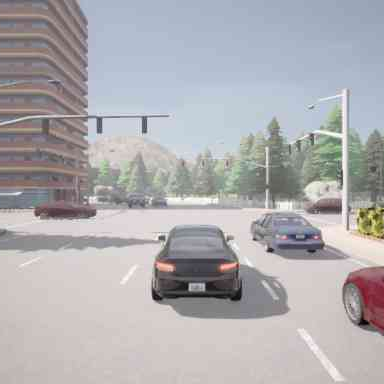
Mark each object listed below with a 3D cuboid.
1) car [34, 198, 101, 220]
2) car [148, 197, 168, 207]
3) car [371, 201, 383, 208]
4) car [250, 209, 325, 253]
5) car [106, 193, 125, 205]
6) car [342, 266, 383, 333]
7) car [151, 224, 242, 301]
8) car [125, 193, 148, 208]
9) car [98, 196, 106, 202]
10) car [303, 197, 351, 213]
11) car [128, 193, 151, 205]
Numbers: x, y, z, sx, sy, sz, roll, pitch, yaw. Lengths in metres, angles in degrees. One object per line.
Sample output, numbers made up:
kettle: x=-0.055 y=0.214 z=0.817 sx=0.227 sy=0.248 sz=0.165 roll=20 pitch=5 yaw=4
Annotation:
car: x=-10.664 y=1.521 z=28.163 sx=5.008 sy=1.535 sz=1.882 roll=0 pitch=0 yaw=1
car: x=-5.026 y=1.505 z=50.676 sx=1.837 sy=1.490 sz=4.892 roll=0 pitch=0 yaw=-17
car: x=19.929 y=1.277 z=31.497 sx=5.566 sy=2.045 sz=2.150 roll=0 pitch=0 yaw=0
car: x=3.660 y=1.547 z=13.677 sx=2.033 sy=1.411 sz=5.357 roll=0 pitch=0 yaw=1
car: x=-12.954 y=1.223 z=59.823 sx=2.150 sy=2.045 sz=5.566 roll=0 pitch=0 yaw=-33
car: x=3.602 y=1.526 z=4.095 sx=1.812 sy=1.442 sz=4.674 roll=0 pitch=0 yaw=1
car: x=0.104 y=1.526 z=8.208 sx=1.812 sy=1.442 sz=4.674 roll=0 pitch=0 yaw=0
car: x=-8.182 y=1.221 z=48.777 sx=2.150 sy=2.045 sz=5.566 roll=0 pitch=0 yaw=-14
car: x=-18.117 y=1.525 z=70.845 sx=4.902 sy=1.511 sz=2.128 roll=0 pitch=0 yaw=38
car: x=14.131 y=1.407 z=35.065 sx=4.553 sy=1.767 sz=2.097 roll=0 pitch=0 yaw=1
car: x=-9.673 y=1.224 z=61.102 sx=2.150 sy=2.045 sz=5.566 roll=0 pitch=0 yaw=-34
